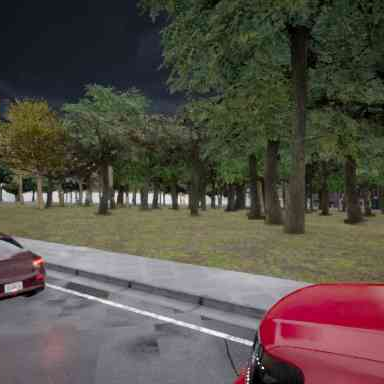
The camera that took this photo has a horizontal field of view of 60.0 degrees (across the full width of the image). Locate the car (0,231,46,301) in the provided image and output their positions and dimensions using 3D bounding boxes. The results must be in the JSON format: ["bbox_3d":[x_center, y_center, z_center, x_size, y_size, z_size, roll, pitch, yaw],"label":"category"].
[{"bbox_3d":[-5.036,1.524,7.258,4.674,1.442,1.812,0,0,36],"label":"car"}]

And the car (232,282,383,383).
[{"bbox_3d":[2.923,1.222,1.601,5.566,2.045,2.150,0,0,35],"label":"car"}]
